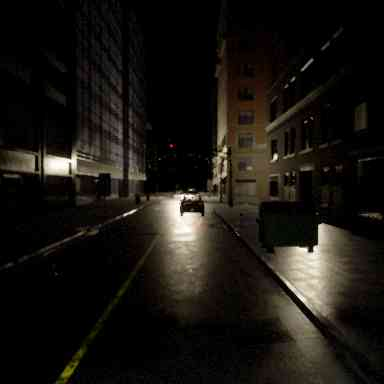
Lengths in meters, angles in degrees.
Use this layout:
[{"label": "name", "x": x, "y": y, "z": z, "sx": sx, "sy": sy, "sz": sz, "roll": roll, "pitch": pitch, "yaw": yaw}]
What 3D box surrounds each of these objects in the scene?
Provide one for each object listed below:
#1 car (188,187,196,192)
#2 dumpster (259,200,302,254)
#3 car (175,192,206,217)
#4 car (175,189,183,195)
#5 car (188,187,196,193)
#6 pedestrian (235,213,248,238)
[{"label": "car", "x": -0.001, "y": 0.003, "z": 81.880, "sx": 2.128, "sy": 1.511, "sz": 4.902, "roll": 0, "pitch": 1, "yaw": 0}, {"label": "dumpster", "x": 3.135, "y": 1.181, "z": 12.027, "sx": 1.020, "sy": 1.700, "sz": 1.940, "roll": 0, "pitch": 1, "yaw": 0}, {"label": "car", "x": 0.046, "y": 1.028, "z": 25.809, "sx": 2.128, "sy": 1.511, "sz": 4.902, "roll": 0, "pitch": 1, "yaw": 1}, {"label": "car", "x": -3.001, "y": 0.085, "z": 77.945, "sx": 1.812, "sy": 1.442, "sz": 4.674, "roll": 0, "pitch": 1, "yaw": 0}, {"label": "car", "x": -0.001, "y": -0.528, "z": 92.678, "sx": 2.097, "sy": 1.767, "sz": 4.553, "roll": 0, "pitch": 1, "yaw": 0}, {"label": "pedestrian", "x": 1.985, "y": 1.274, "z": 13.194, "sx": 0.500, "sy": 1.100, "sz": 0.500, "roll": 0, "pitch": 1, "yaw": -10}]
